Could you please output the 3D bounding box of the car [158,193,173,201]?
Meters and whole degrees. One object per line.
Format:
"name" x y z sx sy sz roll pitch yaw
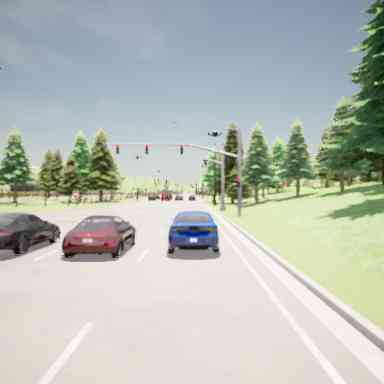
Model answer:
"car" -6.986 1.367 87.939 2.150 2.045 5.566 0 0 0

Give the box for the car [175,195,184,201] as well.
"car" -3.486 1.497 88.261 2.097 1.767 4.553 0 0 0

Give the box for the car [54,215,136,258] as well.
"car" -3.432 1.585 12.977 1.994 1.385 4.181 0 0 0

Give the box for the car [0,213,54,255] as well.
"car" -6.930 1.549 13.216 1.812 1.442 4.674 0 0 0

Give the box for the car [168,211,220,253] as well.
"car" 0.071 1.502 13.763 1.882 1.535 5.008 0 0 0

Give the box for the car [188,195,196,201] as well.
"car" 0.014 1.620 87.907 1.882 1.535 5.008 0 0 0

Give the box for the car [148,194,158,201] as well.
"car" -10.486 1.642 87.909 1.837 1.490 4.892 0 0 0
